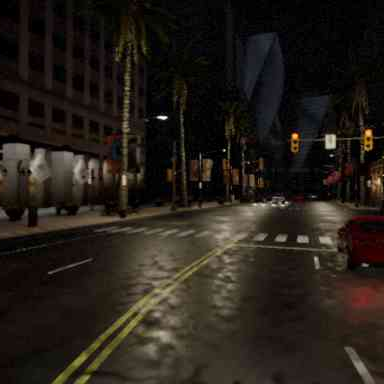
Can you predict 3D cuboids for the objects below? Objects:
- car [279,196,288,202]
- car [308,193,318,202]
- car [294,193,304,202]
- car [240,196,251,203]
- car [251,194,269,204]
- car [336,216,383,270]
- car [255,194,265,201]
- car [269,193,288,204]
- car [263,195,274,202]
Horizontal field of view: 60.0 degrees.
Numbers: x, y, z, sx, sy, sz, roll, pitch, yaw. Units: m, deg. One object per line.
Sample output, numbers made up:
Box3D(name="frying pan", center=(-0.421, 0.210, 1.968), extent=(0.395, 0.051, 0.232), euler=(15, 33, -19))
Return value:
Box3D(name="car", center=(22.014, 1.626, 79.936), extent=(1.837, 1.490, 4.892), euler=(0, 0, 19))
Box3D(name="car", center=(30.317, 1.710, 82.678), extent=(2.128, 1.511, 4.902), euler=(0, 0, 18))
Box3D(name="car", center=(26.892, 1.386, 83.455), extent=(2.150, 2.045, 5.566), euler=(0, 0, 18))
Box3D(name="car", center=(11.136, 1.563, 68.808), extent=(2.161, 1.482, 4.786), euler=(0, 0, 18))
Box3D(name="car", center=(13.457, 1.570, 65.745), extent=(1.837, 1.490, 4.892), euler=(0, 0, 19))
Box3D(name="car", center=(5.916, 1.517, 10.901), extent=(1.882, 1.535, 5.008), euler=(0, 0, 19))
Box3D(name="car", center=(18.262, 1.448, 89.550), extent=(2.185, 1.767, 4.553), euler=(0, 0, 18))
Box3D(name="car", center=(16.798, 1.315, 64.692), extent=(2.150, 2.045, 5.566), euler=(0, 0, 19))
Box3D(name="car", center=(18.668, 1.579, 80.965), extent=(1.882, 1.535, 5.008), euler=(0, 0, 19))
